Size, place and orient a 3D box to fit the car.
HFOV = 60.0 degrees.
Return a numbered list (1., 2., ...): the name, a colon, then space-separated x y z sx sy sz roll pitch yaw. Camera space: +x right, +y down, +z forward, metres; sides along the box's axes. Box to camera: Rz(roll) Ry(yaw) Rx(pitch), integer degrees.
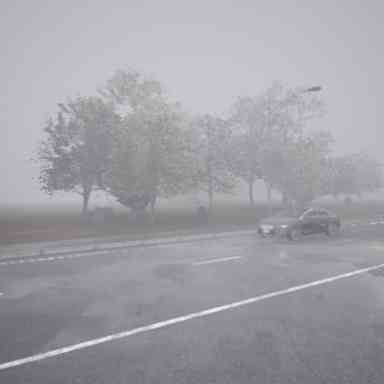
1. car: 5.317 1.490 16.351 4.902 1.511 2.128 0 0 -35
